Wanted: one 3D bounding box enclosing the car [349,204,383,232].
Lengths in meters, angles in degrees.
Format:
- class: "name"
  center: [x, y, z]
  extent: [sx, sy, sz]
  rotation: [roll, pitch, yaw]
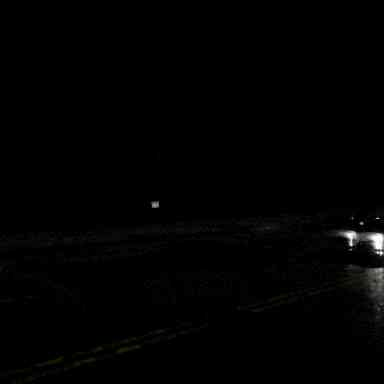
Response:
- class: "car"
  center: [11.245, 1.434, 19.686]
  extent: [4.674, 1.442, 1.812]
  rotation: [0, 0, -35]
